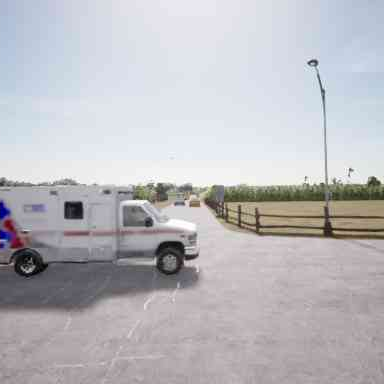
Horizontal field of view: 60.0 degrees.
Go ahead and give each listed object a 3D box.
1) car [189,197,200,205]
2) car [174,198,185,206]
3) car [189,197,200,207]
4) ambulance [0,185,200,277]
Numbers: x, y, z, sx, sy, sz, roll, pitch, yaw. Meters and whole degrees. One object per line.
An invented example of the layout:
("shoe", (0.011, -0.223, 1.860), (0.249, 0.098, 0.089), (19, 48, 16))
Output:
("car", (0.544, 1.831, 67.550), (2.128, 1.511, 4.902), (0, -1, 0))
("car", (-2.253, 1.813, 61.738), (1.812, 1.442, 4.674), (0, 0, 0))
("car", (0.460, 1.730, 57.128), (1.882, 1.535, 5.008), (0, 0, 0))
("ambulance", (-2.997, 1.039, 9.861), (6.366, 2.431, 2.351), (-1, 0, 1))
